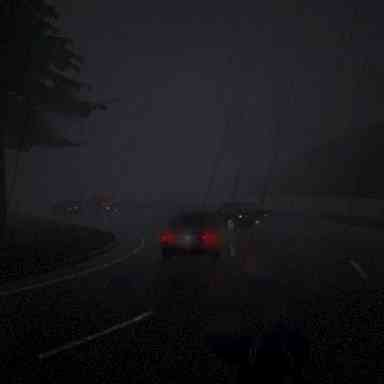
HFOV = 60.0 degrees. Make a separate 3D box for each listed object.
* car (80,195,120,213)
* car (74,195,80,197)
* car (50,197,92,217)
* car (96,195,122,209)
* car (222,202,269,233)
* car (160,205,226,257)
[{"bbox_3d":[-9.471,1.288,33.779,1.837,1.490,4.892,-2,1,-36],"label":"car"},{"bbox_3d":[-22.275,1.277,64.995,1.895,1.301,4.718,-2,1,-26],"label":"car"},{"bbox_3d":[-11.391,1.421,30.402,2.033,1.411,5.357,-2,1,-37],"label":"car"},{"bbox_3d":[-10.527,1.205,41.919,1.837,1.490,4.892,-2,1,-30],"label":"car"},{"bbox_3d":[2.341,1.240,17.761,1.812,1.442,4.674,-1,1,-18],"label":"car"},{"bbox_3d":[0.039,1.390,12.182,2.033,1.411,5.357,-1,1,4],"label":"car"}]
